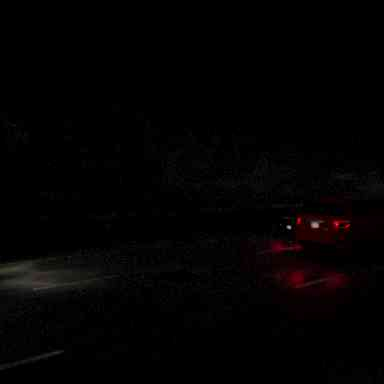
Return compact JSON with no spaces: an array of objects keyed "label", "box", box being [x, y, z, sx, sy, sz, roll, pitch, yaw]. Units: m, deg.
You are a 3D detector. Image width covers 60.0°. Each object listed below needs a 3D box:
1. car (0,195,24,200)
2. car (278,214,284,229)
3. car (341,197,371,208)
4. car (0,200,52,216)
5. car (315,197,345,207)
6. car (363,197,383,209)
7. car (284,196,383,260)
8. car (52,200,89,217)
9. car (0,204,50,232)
[{"label":"car","box":[-14.694,1.268,23.605,5.566,2.045,2.150,0,0,-36]},{"label":"car","box":[6.529,1.428,17.035,4.902,1.511,2.128,0,0,-36]},{"label":"car","box":[22.753,1.361,46.079,4.181,1.385,1.994,0,0,-35]},{"label":"car","box":[-11.967,1.513,21.253,5.008,1.535,1.882,0,0,-36]},{"label":"car","box":[20.161,1.409,48.527,4.718,1.301,1.895,0,0,-35]},{"label":"car","box":[24.583,1.339,43.088,5.357,1.411,2.033,0,0,-35]},{"label":"car","box":[6.217,1.167,12.521,5.566,2.045,2.150,0,0,-36]},{"label":"car","box":[-11.823,1.525,29.965,4.892,1.490,1.837,0,0,-36]},{"label":"car","box":[-10.321,1.595,18.124,4.181,1.385,1.994,0,0,-36]}]
